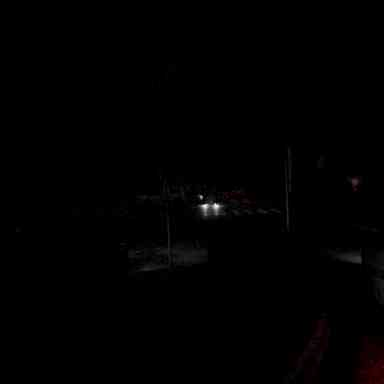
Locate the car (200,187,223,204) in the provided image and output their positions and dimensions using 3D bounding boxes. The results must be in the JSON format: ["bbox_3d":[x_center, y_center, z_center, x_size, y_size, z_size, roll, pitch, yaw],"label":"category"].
[{"bbox_3d":[2.093,0.576,38.634,2.033,1.411,5.357,-2,2,1],"label":"car"}]

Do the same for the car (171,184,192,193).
[{"bbox_3d":[-2.611,-0.884,82.686,4.553,1.767,2.185,-4,2,-19],"label":"car"}]

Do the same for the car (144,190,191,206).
[{"bbox_3d":[-2.987,0.653,40.745,5.366,1.575,1.946,-4,2,-19],"label":"car"}]

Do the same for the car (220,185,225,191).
[{"bbox_3d":[6.618,-0.708,69.429,1.837,1.490,4.892,-2,2,1],"label":"car"}]

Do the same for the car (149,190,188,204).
[{"bbox_3d":[-3.131,0.604,43.688,4.674,1.452,2.002,-4,2,-19],"label":"car"}]

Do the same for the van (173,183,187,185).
[{"bbox_3d":[-3.213,0.241,46.636,4.442,1.987,1.878,-4,2,-19],"label":"van"}]

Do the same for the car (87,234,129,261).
[{"bbox_3d":[-4.459,1.772,10.131,5.008,1.535,1.882,-3,2,-27],"label":"car"}]

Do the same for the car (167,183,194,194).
[{"bbox_3d":[-2.661,-0.818,76.711,5.566,2.045,2.435,-4,2,-19],"label":"car"}]

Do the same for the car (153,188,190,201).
[{"bbox_3d":[-3.046,0.354,49.685,5.008,1.535,2.097,-4,2,-19],"label":"car"}]

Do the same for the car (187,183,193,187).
[{"bbox_3d":[-2.903,-0.086,58.694,4.553,1.767,2.185,-4,2,-19],"label":"car"}]

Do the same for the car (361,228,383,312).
[{"bbox_3d":[4.667,1.438,6.995,1.812,1.442,4.674,-2,0,27],"label":"car"}]

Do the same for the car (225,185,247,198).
[{"bbox_3d":[6.422,-0.107,47.387,2.097,1.767,4.553,-2,2,1],"label":"car"}]

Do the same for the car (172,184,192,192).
[{"bbox_3d":[-2.568,-0.981,85.685,4.553,1.767,2.185,-4,2,-19],"label":"car"}]

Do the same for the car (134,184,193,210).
[{"bbox_3d":[-3.260,0.629,34.650,5.566,2.045,2.435,-4,2,-19],"label":"car"}]
